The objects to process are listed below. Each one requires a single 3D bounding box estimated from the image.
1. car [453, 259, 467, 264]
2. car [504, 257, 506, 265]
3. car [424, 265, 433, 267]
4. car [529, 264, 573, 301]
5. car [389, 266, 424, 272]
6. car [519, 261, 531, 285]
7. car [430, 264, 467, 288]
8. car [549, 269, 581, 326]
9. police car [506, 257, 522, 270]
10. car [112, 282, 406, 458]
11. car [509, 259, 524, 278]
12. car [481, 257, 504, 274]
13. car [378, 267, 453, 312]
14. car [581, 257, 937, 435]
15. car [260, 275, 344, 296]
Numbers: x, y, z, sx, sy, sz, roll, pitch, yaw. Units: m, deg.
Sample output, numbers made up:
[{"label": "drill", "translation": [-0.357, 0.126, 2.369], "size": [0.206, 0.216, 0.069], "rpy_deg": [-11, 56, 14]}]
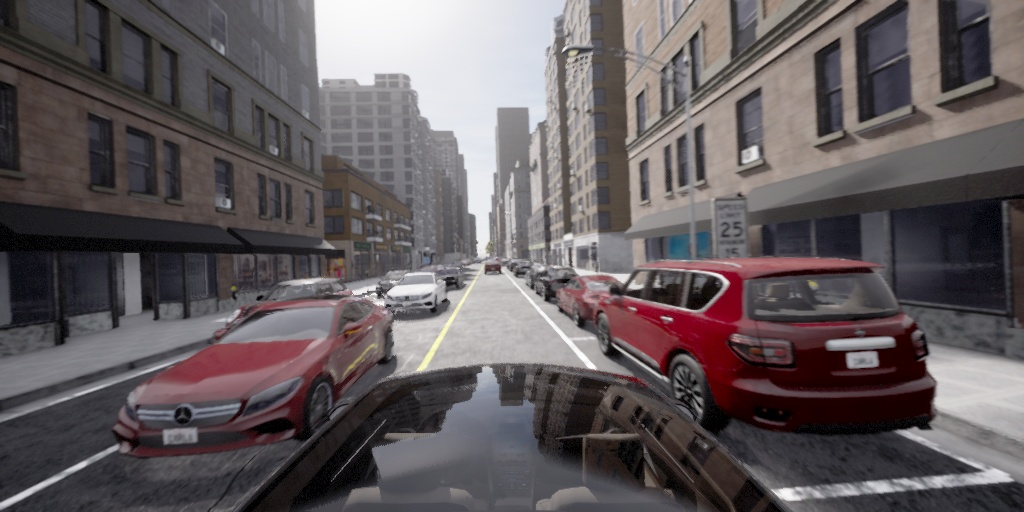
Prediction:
[{"label": "car", "translation": [-9.110, 1.535, 59.958], "size": [1.948, 1.339, 4.313], "rpy_deg": [0, 0, -4]}, {"label": "car", "translation": [0.247, 1.144, 50.934], "size": [1.812, 1.442, 4.674], "rpy_deg": [-2, 0, -4]}, {"label": "car", "translation": [-7.404, 1.517, 32.385], "size": [1.888, 1.381, 4.507], "rpy_deg": [0, 0, -4]}, {"label": "car", "translation": [2.121, 1.197, 16.391], "size": [1.948, 1.339, 4.313], "rpy_deg": [0, 0, -4]}, {"label": "car", "translation": [-6.721, 1.523, 21.356], "size": [2.007, 1.370, 4.403], "rpy_deg": [0, 0, -4]}, {"label": "car", "translation": [1.780, 1.182, 21.905], "size": [2.007, 1.370, 4.403], "rpy_deg": [0, 0, -4]}, {"label": "car", "translation": [-4.363, 1.471, 24.569], "size": [1.895, 1.301, 4.718], "rpy_deg": [-2, 0, -3]}, {"label": "car", "translation": [2.463, 1.213, 10.878], "size": [1.802, 1.307, 4.207], "rpy_deg": [0, 0, -4]}, {"label": "police car", "translation": [0.654, 1.045, 44.056], "size": [1.930, 1.638, 5.238], "rpy_deg": [-2, 0, -4]}, {"label": "car", "translation": [-3.196, 1.394, 5.611], "size": [1.812, 1.442, 4.674], "rpy_deg": [-2, 0, -4]}, {"label": "car", "translation": [1.098, 1.197, 32.931], "size": [1.948, 1.339, 4.313], "rpy_deg": [0, 0, -4]}, {"label": "car", "translation": [-2.200, 1.219, 41.165], "size": [1.882, 1.535, 5.008], "rpy_deg": [-2, 0, -3]}, {"label": "car", "translation": [-3.776, 1.395, 14.779], "size": [1.812, 1.442, 4.674], "rpy_deg": [-2, 0, -3]}, {"label": "car", "translation": [2.804, 0.944, 5.365], "size": [2.192, 1.841, 5.009], "rpy_deg": [0, 0, -4]}, {"label": "car", "translation": [-6.039, 1.411, 10.326], "size": [1.967, 1.591, 4.097], "rpy_deg": [0, 0, -4]}]
